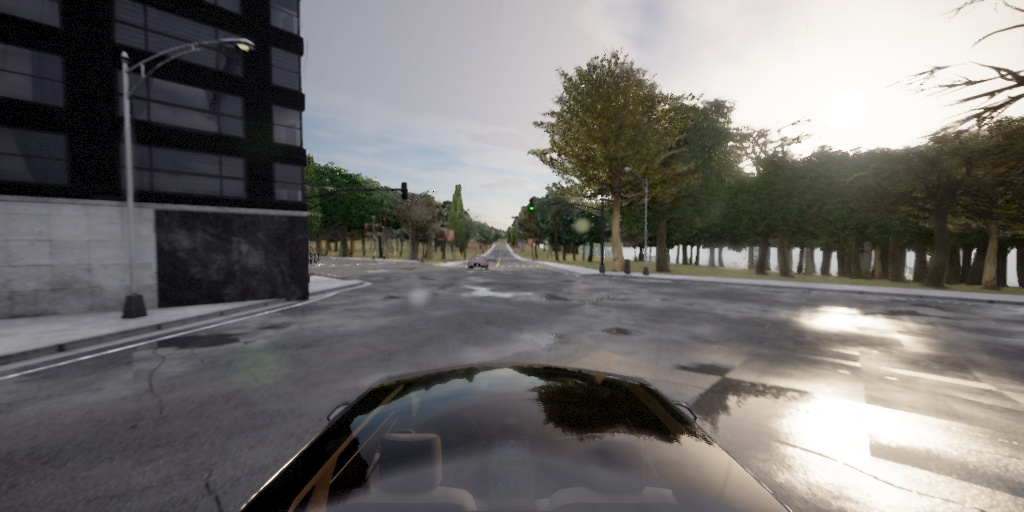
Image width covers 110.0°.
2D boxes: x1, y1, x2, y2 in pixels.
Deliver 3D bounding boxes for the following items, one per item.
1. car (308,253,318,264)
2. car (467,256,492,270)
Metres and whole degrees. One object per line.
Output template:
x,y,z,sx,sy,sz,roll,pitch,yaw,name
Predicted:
-28.357,0.308,49.399,4.892,1.490,1.837,1,2,44,car
-3.351,0.704,36.377,1.994,1.385,4.181,2,-1,-1,car
